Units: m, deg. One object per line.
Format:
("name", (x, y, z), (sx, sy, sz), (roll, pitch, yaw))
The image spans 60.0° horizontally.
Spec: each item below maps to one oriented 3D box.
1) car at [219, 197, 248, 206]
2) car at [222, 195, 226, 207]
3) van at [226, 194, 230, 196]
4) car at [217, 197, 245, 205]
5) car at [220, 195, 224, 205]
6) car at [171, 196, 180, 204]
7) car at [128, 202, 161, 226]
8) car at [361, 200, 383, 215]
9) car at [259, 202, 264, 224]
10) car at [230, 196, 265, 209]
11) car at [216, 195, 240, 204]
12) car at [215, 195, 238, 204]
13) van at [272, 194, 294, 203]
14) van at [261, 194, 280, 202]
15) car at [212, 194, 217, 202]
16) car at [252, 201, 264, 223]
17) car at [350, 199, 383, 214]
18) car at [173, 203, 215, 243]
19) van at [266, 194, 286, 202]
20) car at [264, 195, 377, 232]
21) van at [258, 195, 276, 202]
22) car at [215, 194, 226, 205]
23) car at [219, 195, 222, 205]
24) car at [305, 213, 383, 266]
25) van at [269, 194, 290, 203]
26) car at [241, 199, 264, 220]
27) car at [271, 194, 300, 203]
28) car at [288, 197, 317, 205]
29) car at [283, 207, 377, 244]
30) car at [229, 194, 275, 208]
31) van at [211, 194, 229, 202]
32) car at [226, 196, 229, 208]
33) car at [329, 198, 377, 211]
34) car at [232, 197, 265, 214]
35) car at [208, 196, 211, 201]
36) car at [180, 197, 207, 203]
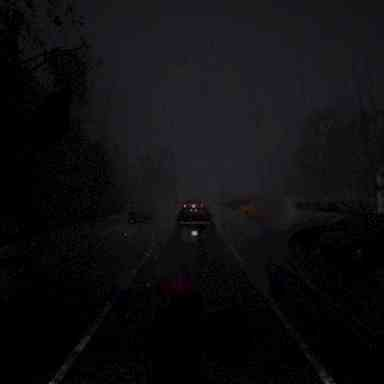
("car", (7.216, 1.625, 58.725), (4.892, 1.521, 2.231), (0, 0, 0))
("car", (7.085, 1.600, 47.621), (4.792, 1.488, 2.163), (0, 0, 0))
("van", (7.207, 1.331, 44.845), (4.442, 1.987, 1.878), (0, 0, 0))
("car", (7.228, 1.639, 61.501), (4.892, 1.521, 2.231), (0, 0, 0))
("car", (7.109, 1.614, 50.397), (4.792, 1.488, 2.163), (0, 0, 0))
("car", (-3.034, 1.516, 65.526), (2.097, 1.767, 4.553), (0, 0, 1))
("car", (-3.326, 1.501, 23.888), (1.882, 1.535, 5.008), (0, 0, 0))
("car", (20.104, 1.546, 33.712), (4.792, 1.488, 2.163), (0, 0, 1))
("car", (7.061, 1.567, 19.869), (5.366, 1.575, 1.946), (0, 0, 0))
("car", (7.013, 1.527, 36.516), (4.892, 1.521, 2.231), (0, 0, 0))
("car", (7.250, 1.539, 67.054), (4.553, 1.767, 2.185), (0, 0, 0))
("car", (7.274, 1.552, 69.830), (4.553, 1.767, 2.185), (0, 0, 0))
("van", (20.549, 1.471, 75.255), (4.442, 1.987, 1.878), (0, 0, 0))
("van", (20.410, 1.595, 86.196), (4.442, 1.987, 1.878), (0, -1, 1))
("car", (7.072, 1.648, 64.278), (5.366, 1.575, 1.946), (0, 0, 0))
("car", (6.906, 1.560, 22.647), (4.892, 1.521, 2.231), (0, 0, 0))
("car", (20.127, 1.547, 36.352), (4.792, 1.488, 2.163), (0, 0, 1))
("car", (0.107, 1.505, 16.291), (2.128, 1.511, 4.902), (0, 0, 0))
("van", (20.364, 1.498, 80.805), (4.442, 1.987, 1.878), (0, -1, 0))
("car", (6.880, 1.329, 17.093), (5.566, 2.045, 2.435), (0, 0, 0))
("van", (20.692, 1.711, 91.732), (4.442, 1.987, 1.878), (0, -1, 0))
("car", (7.001, 1.608, 55.950), (5.366, 1.575, 1.946), (0, 0, 0))
("car", (7.133, 1.627, 53.173), (4.792, 1.488, 2.163), (0, 0, 0))
("car", (6.774, 1.632, 11.543), (4.792, 1.488, 2.163), (0, 0, 0))
("van", (20.572, 1.484, 77.900), (4.442, 1.987, 1.878), (0, 0, 1))
("car", (6.738, 1.546, 25.424), (5.366, 1.575, 1.946), (0, 0, 0))
("car", (20.380, 1.432, 72.486), (5.566, 2.045, 2.435), (0, 0, 0))
("car", (20.316, 1.670, 61.404), (4.674, 1.452, 2.002), (0, 0, 0))
("car", (6.833, 1.591, 14.318), (5.008, 1.535, 2.097), (0, 0, 0))
("car", (7.074, 1.407, 39.295), (4.553, 1.767, 2.185), (0, 0, 0))
("van", (7.332, 1.607, 86.470), (4.442, 1.987, 1.878), (0, -1, 0))
("car", (7.096, 1.573, 42.067), (4.792, 1.488, 2.163), (0, 0, 1))
("car", (20.150, 1.535, 41.889), (5.008, 1.535, 2.097), (0, 0, 1))
("car", (6.787, 1.526, 31.097), (5.366, 1.575, 1.946), (0, 0, 0))
("car", (7.429, 1.480, 80.934), (5.566, 2.045, 2.435), (0, 0, 0))
("car", (0.150, 1.392, 33.164), (2.097, 1.767, 4.553), (0, 0, 0))
